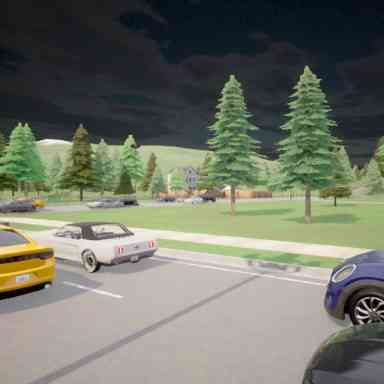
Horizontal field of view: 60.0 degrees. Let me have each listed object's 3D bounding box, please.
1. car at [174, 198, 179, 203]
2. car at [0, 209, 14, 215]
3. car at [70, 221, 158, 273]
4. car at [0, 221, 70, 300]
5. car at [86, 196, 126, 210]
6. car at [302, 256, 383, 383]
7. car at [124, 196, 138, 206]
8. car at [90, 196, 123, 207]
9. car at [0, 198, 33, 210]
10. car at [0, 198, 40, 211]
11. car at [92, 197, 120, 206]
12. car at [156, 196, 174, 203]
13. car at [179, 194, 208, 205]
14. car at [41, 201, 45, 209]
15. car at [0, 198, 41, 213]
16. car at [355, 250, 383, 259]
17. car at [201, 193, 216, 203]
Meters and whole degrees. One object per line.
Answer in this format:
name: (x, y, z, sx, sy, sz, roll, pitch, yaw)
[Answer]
car: (-1.086, 1.601, 69.356, 1.895, 1.301, 4.718, 0, 0, 36)
car: (-10.839, 1.601, 15.998, 4.718, 1.301, 1.895, 0, 0, 35)
car: (-3.433, 1.601, 10.728, 4.718, 1.301, 1.895, 0, 0, 35)
car: (-5.215, 1.478, 7.698, 5.008, 1.535, 1.882, 0, 0, 35)
car: (-11.399, 1.601, 43.525, 1.895, 1.301, 4.718, 0, 0, 36)
car: (3.102, 1.505, 1.762, 4.892, 1.490, 1.837, 0, 0, 35)
car: (-10.383, 1.352, 50.846, 2.097, 1.767, 4.553, 0, 0, 36)
car: (-13.448, 1.491, 52.584, 2.128, 1.511, 4.902, 0, 0, 36)
car: (-23.893, 1.526, 44.215, 1.812, 1.442, 4.674, 0, 0, 36)
car: (-21.778, 1.492, 41.178, 2.128, 1.511, 4.902, 0, 0, 36)
car: (-14.668, 1.564, 56.837, 1.994, 1.385, 4.181, 0, 0, 36)
car: (-5.529, 1.494, 69.205, 2.128, 1.511, 4.902, 0, 0, 36)
car: (0.296, 1.525, 59.501, 1.812, 1.442, 4.674, 0, 0, 36)
car: (-19.574, 1.478, 38.261, 1.882, 1.535, 5.008, 0, 1, 36)
car: (-18.295, 1.564, 34.033, 1.994, 1.385, 4.181, 0, 0, 36)
car: (4.499, 1.352, 5.067, 4.553, 1.767, 2.097, 0, 0, 36)
car: (2.799, 1.215, 68.747, 2.150, 2.045, 5.566, 0, 0, 36)
